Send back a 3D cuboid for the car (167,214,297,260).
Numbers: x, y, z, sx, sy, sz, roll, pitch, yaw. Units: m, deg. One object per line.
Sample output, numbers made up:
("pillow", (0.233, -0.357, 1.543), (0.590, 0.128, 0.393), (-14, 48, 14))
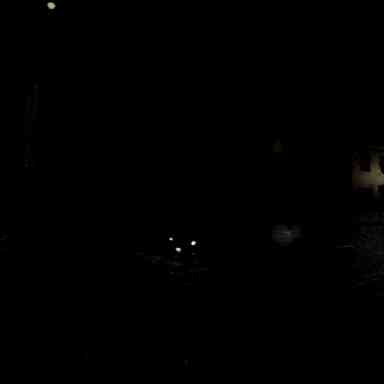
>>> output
("car", (1.720, 1.565, 12.745), (5.357, 1.411, 2.033), (0, 0, -35))
